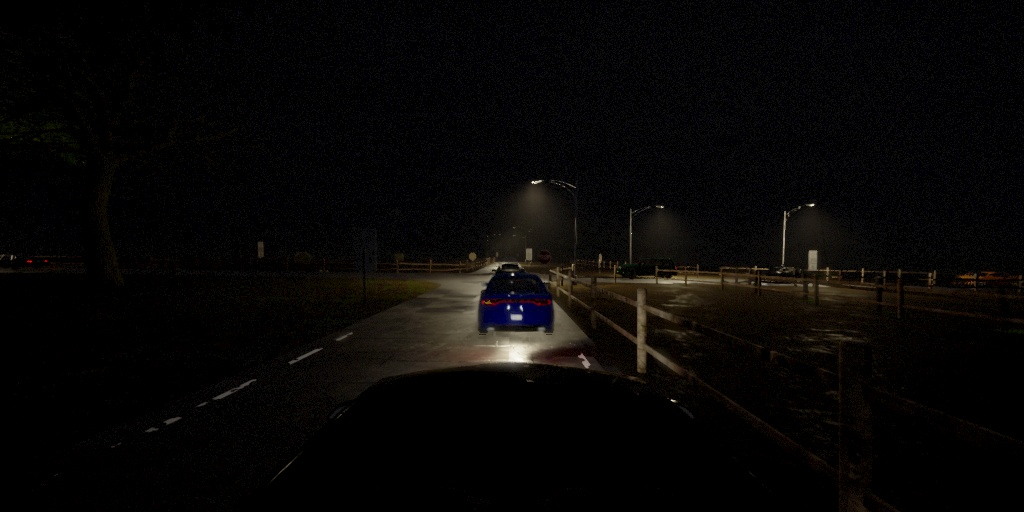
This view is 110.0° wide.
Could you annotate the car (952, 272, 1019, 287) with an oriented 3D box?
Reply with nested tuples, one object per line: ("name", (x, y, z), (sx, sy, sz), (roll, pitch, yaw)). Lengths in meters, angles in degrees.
("car", (45.950, 2.250, 34.828), (5.008, 1.535, 1.882), (2, 1, 0))

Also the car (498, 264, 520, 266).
("car", (-0.209, 1.236, 22.867), (1.837, 1.490, 4.892), (0, 0, -4))

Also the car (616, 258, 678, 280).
("car", (13.033, 1.202, 34.712), (5.566, 2.045, 2.150), (1, 1, 1))

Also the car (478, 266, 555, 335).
("car", (0.103, 1.221, 10.563), (1.882, 1.535, 5.008), (0, 0, 0))

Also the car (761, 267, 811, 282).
("car", (26.162, 1.774, 34.774), (4.892, 1.490, 1.837), (1, 1, 0))

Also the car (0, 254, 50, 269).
("car", (-47.791, 0.522, 34.291), (5.357, 1.411, 2.033), (1, 1, 0))
